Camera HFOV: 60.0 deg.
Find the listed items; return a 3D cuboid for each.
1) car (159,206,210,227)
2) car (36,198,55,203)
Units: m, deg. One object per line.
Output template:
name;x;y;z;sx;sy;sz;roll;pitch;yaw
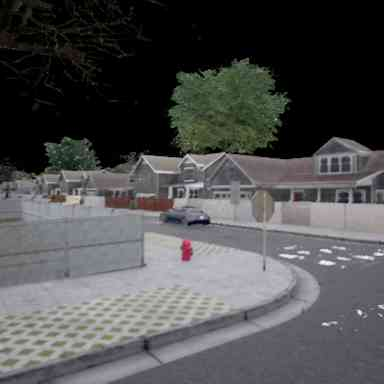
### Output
car;-0.587;1.696;24.003;1.994;1.385;4.181;1;-1;-38
car;-20.214;1.602;45.839;1.882;1.535;5.008;1;0;-36
